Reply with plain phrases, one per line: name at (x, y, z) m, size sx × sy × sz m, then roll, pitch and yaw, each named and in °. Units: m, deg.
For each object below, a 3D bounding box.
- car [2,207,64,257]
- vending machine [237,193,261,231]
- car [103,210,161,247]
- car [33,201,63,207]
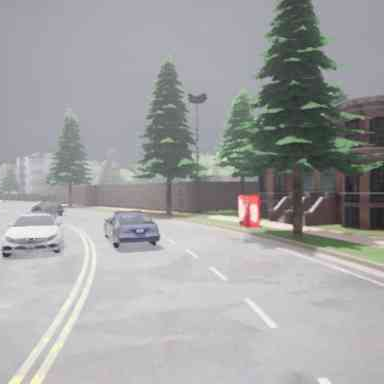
car at (-6.230, 1.553, 13.331) m, size 1.812 × 1.442 × 4.674 m, roll 0°, pitch 0°, yaw -21°
vending machine at (3.358, 1.139, 19.549) m, size 1.100 × 2.100 × 0.880 m, roll 0°, pitch 0°, yaw -22°
car at (-2.889, 1.546, 15.187) m, size 2.033 × 1.411 × 5.357 m, roll 0°, pitch 0°, yaw -21°
car at (-14.662, 1.607, 33.763) m, size 2.033 × 1.411 × 5.357 m, roll -1°, pitch 0°, yaw -40°
